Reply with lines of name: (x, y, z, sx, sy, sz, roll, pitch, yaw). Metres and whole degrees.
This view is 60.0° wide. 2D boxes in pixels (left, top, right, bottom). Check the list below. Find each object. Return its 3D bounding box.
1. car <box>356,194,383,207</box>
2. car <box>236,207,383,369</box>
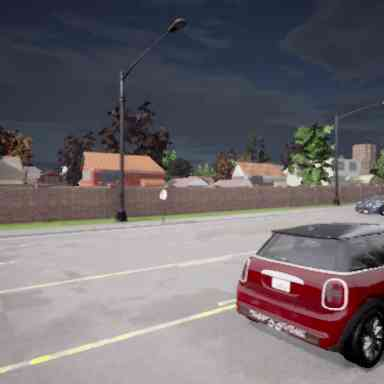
car: (15.905, 0.965, 28.244, 4.553, 1.767, 2.097, -1, 1, -35)
car: (3.001, 1.321, 5.943, 4.553, 1.767, 2.097, 0, 0, -35)
